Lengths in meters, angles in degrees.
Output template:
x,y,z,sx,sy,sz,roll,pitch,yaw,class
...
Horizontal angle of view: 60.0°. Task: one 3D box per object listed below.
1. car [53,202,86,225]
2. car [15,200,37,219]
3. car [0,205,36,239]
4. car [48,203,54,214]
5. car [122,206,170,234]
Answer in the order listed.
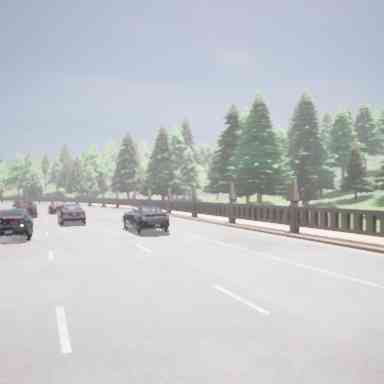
x,y,z,sx,sy,sz,roll,pitch,yaw,class
-9.486,1.707,26.121,2.033,1.411,5.357,0,0,-24,car
-15.834,1.571,31.446,2.097,1.767,4.553,0,0,-26,car
-9.407,1.628,17.496,1.837,1.490,4.892,0,-1,-24,car
-15.473,1.845,38.432,1.895,1.301,4.718,0,0,-28,car
-2.865,1.586,20.022,2.128,1.511,4.902,0,0,-24,car
